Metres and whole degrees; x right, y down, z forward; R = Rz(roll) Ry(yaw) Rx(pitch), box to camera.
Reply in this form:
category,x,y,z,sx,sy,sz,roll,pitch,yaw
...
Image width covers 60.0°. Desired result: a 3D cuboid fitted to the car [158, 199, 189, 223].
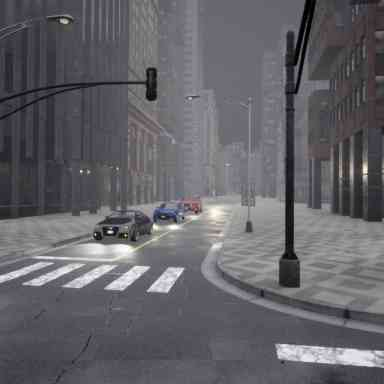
category,x,y,z,sx,sy,sz,roll,pitch,yaw
car,-1.781,1.581,27.254,1.882,1.535,5.008,0,0,8

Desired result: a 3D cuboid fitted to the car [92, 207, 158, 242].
category,x,y,z,sx,sy,sz,roll,pitch,yaw
car,-3.372,1.632,16.964,1.994,1.385,4.181,0,0,9

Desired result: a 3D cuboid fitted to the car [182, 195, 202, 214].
category,x,y,z,sx,sy,sz,roll,pitch,yaw
car,-0.139,1.361,37.812,2.150,2.045,5.566,0,0,9
